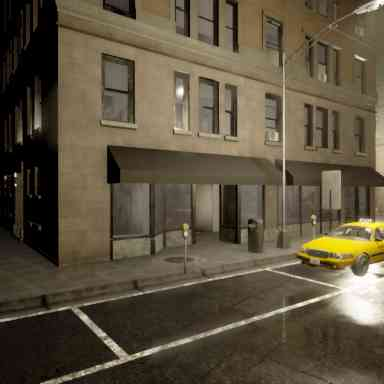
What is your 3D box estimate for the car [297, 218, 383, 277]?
[{"bbox_3d":[5.234,1.526,10.255,4.829,1.417,1.752,0,0,-35],"label":"car"}]
